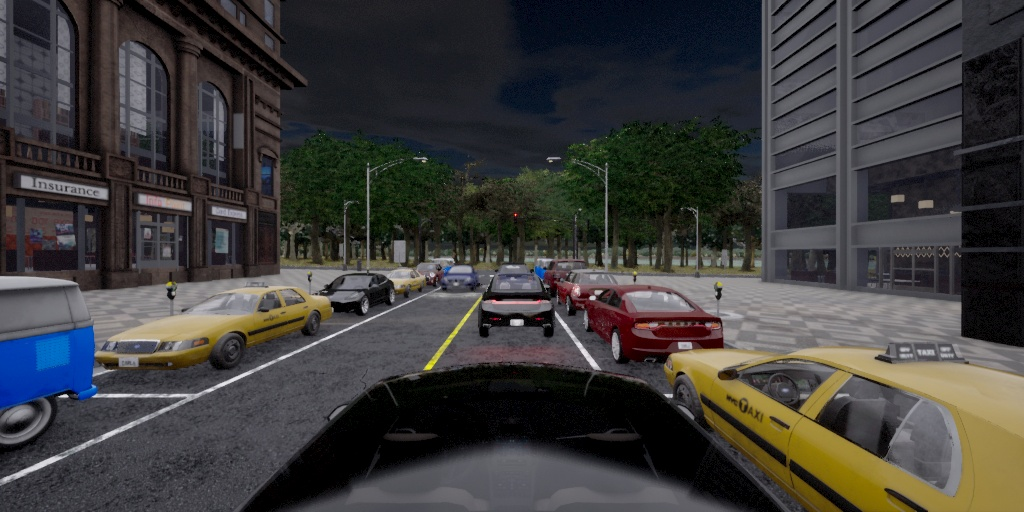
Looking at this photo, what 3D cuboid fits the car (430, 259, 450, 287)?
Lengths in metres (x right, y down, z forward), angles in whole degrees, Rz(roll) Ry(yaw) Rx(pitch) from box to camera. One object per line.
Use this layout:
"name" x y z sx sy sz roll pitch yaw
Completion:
"car" -5.736 1.192 24.278 1.967 1.591 4.097 0 0 0

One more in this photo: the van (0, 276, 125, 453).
"van" -5.762 1.091 2.529 1.690 1.789 3.998 0 0 0

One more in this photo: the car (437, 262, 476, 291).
"car" -3.025 1.277 21.836 1.812 1.442 4.674 0 0 1

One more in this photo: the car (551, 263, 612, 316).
"car" 2.776 1.190 13.393 1.967 1.591 4.097 0 0 0

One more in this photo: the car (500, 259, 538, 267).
"car" 0.122 1.104 19.234 2.097 1.767 4.553 0 0 1

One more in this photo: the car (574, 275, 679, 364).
"car" 2.769 1.295 7.956 1.888 1.381 4.507 0 0 0

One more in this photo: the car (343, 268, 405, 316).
"car" -5.749 1.316 13.403 1.948 1.339 4.313 0 0 0

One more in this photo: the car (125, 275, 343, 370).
"car" -5.756 1.275 7.796 1.751 1.417 4.829 0 0 0

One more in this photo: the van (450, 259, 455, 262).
"van" -5.729 1.095 29.716 1.690 1.789 3.998 0 0 0

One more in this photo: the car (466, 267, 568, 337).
"car" 0.111 1.242 10.269 2.128 1.511 4.902 0 0 0

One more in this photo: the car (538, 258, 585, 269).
"car" 2.783 1.066 18.831 2.192 1.841 5.009 0 0 0

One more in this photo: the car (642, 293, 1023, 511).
"car" 2.763 1.275 2.688 1.751 1.417 4.829 0 0 0

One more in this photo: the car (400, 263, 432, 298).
"car" -5.743 1.277 18.671 1.751 1.417 4.829 0 0 0
